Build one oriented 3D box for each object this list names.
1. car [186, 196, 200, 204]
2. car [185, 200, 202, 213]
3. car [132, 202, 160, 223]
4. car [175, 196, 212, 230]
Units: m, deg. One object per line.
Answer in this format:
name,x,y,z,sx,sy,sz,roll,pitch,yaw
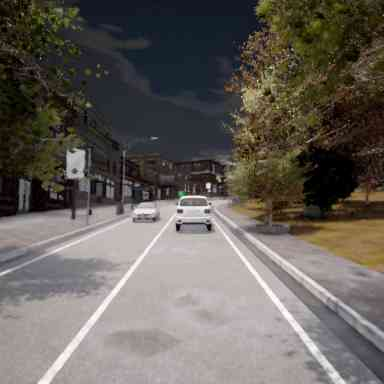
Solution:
car,0.253,1.642,67.892,1.837,1.490,4.892,-1,0,12
car,0.248,1.672,39.641,1.895,1.301,4.718,0,0,2
car,-3.585,1.578,26.564,1.812,1.442,4.674,0,0,0
car,0.100,1.265,21.462,2.150,2.045,5.566,0,0,0
